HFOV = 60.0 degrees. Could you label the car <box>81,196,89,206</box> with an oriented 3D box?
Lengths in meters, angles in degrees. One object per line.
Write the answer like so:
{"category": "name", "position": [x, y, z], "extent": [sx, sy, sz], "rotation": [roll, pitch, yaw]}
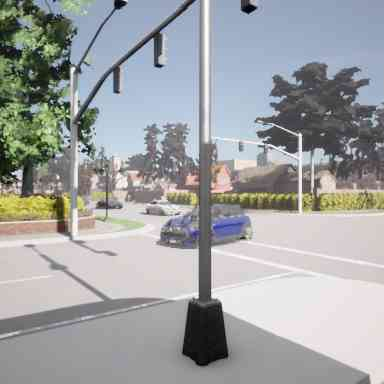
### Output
{"category": "car", "position": [-17.966, 1.351, 52.934], "extent": [2.097, 1.767, 4.553], "rotation": [0, 0, -36]}

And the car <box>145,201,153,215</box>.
{"category": "car", "position": [-2.896, 1.525, 32.097], "extent": [1.812, 1.442, 4.674], "rotation": [0, 0, -36]}

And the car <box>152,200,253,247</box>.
{"category": "car", "position": [0.753, 1.352, 14.729], "extent": [2.097, 1.767, 4.553], "rotation": [0, 0, 42]}

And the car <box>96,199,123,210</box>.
{"category": "car", "position": [-10.675, 1.547, 42.838], "extent": [2.033, 1.411, 5.357], "rotation": [0, 0, -36]}
